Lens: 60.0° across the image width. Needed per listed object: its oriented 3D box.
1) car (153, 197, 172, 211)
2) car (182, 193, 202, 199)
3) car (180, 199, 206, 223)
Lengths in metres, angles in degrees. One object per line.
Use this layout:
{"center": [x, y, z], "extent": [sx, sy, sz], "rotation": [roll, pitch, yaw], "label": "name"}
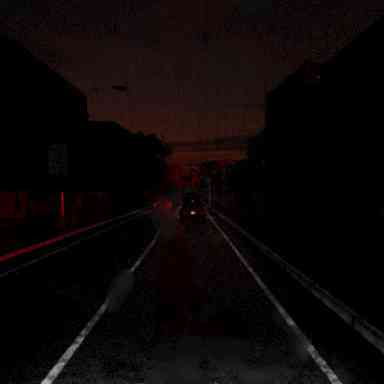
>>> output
{"center": [-3.327, 1.357, 38.418], "extent": [1.882, 1.535, 5.008], "rotation": [0, 0, 0], "label": "car"}
{"center": [0.017, 1.089, 40.905], "extent": [2.150, 2.045, 5.566], "rotation": [0, 0, -1], "label": "car"}
{"center": [0.053, 1.463, 24.815], "extent": [2.033, 1.411, 5.357], "rotation": [0, 0, 0], "label": "car"}
